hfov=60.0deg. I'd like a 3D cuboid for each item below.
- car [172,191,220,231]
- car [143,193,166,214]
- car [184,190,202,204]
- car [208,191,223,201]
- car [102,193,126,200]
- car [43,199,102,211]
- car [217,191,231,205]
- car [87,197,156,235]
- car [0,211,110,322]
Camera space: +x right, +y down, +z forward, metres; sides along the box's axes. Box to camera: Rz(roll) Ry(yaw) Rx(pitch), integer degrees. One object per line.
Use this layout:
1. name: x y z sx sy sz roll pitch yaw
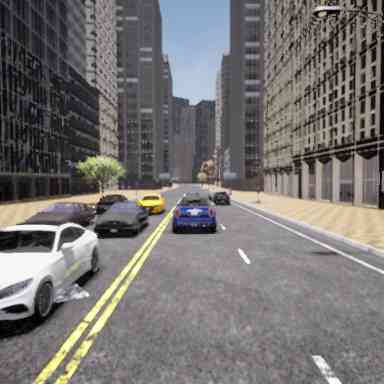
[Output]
1. car: 0.115 0.974 17.600 2.097 1.767 4.553 0 1 0
2. car: -3.224 0.904 27.023 1.882 1.535 5.008 0 1 0
3. car: 0.090 0.570 41.837 2.128 1.511 4.902 0 1 1
4. car: 3.303 0.525 48.005 1.895 1.301 4.718 0 1 0
5. car: -6.474 0.903 27.661 1.882 1.535 5.008 0 1 0
6. car: -6.561 1.205 17.294 2.033 1.411 5.357 0 1 0
7. car: 3.289 0.661 37.772 1.837 1.490 4.892 0 1 0
8. car: -3.312 1.202 16.811 2.033 1.411 5.357 0 1 0
9. car: -3.338 1.396 7.122 1.812 1.442 4.674 0 1 0
